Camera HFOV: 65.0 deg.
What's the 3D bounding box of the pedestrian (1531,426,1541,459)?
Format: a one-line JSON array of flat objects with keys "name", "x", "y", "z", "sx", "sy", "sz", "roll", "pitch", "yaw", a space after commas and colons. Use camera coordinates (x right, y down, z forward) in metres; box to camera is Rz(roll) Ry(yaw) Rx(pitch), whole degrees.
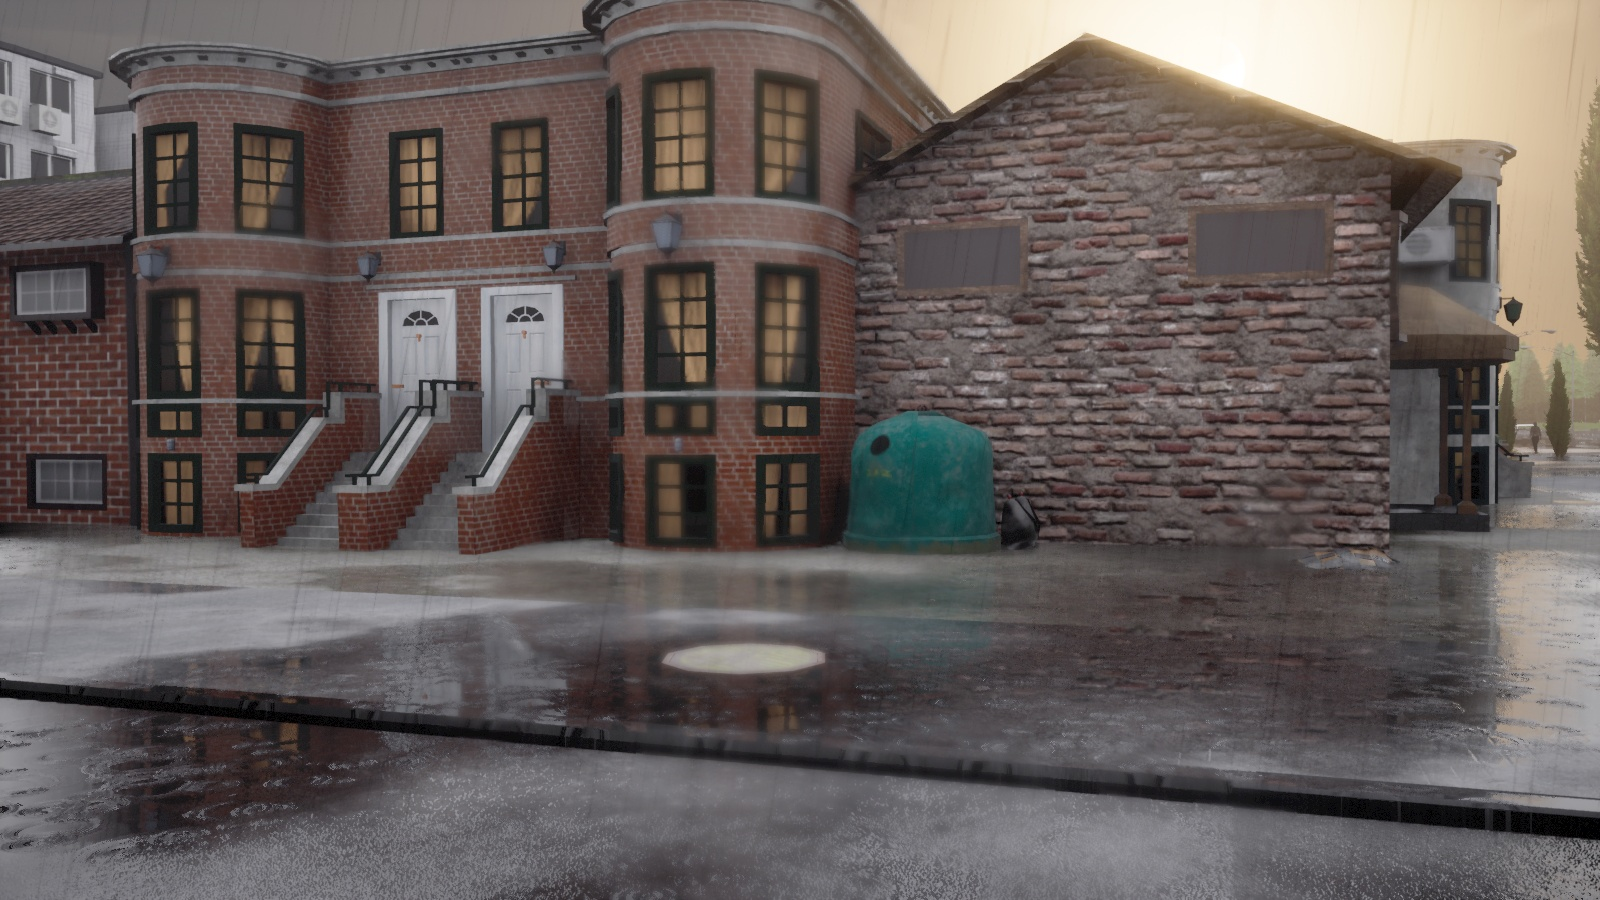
[{"name": "pedestrian", "x": 40.248, "y": -0.412, "z": 68.694, "sx": 0.331, "sy": 1.846, "sz": 0.634, "roll": 1, "pitch": 1, "yaw": 40}]
